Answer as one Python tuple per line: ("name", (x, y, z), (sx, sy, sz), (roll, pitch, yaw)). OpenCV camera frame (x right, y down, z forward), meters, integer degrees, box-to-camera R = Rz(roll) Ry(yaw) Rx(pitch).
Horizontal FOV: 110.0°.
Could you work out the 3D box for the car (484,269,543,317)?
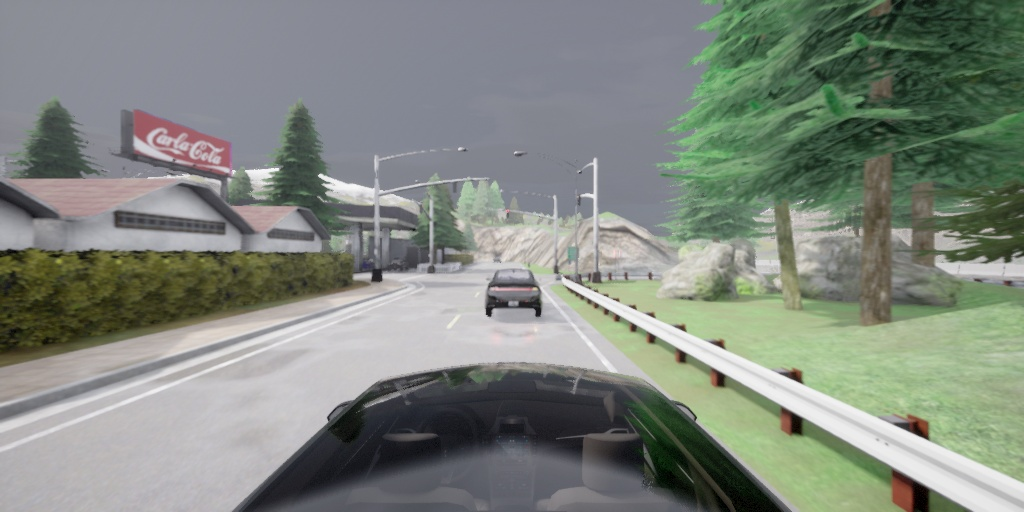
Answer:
("car", (0.065, 1.202, 13.006), (2.128, 1.511, 4.902), (0, 0, 0))
